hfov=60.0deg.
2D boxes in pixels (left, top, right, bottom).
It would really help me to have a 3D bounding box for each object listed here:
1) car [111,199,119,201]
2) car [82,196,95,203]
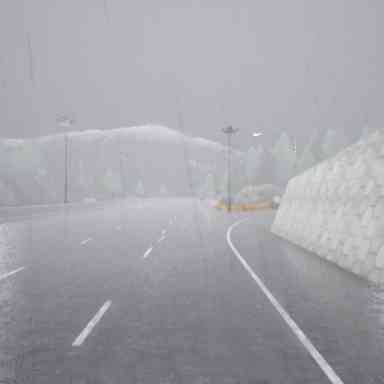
[{"bbox_3d":[-21.020,2.611,90.532,1.895,1.301,4.718,0,-1,0],"label":"car"},{"bbox_3d":[-28.020,2.241,90.534,2.150,2.045,5.566,0,-1,0],"label":"car"}]
